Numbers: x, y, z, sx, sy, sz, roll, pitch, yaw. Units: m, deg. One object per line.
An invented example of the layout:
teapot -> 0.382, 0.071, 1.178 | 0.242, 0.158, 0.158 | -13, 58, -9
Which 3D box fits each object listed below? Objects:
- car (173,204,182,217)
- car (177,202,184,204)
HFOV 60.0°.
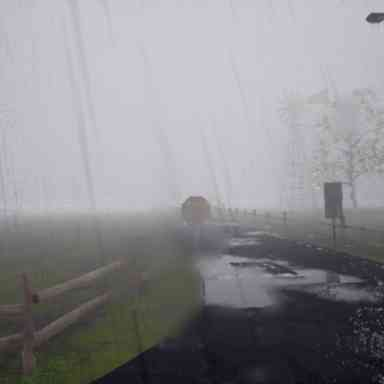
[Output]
car -> -1.822, 2.923, 49.790 | 1.837, 1.490, 4.892 | 0, -2, -6
car -> -3.027, 3.835, 89.488 | 2.150, 2.045, 5.566 | 0, -2, -6
